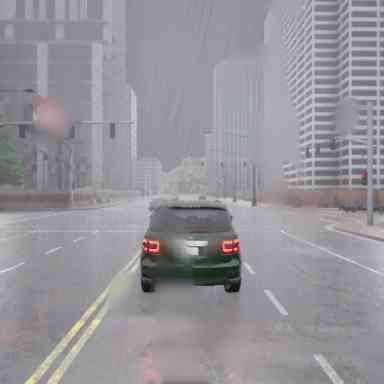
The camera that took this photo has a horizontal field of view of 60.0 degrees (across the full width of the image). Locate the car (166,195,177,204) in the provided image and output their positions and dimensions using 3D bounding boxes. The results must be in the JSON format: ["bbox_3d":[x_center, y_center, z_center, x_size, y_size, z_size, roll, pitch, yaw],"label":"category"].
[{"bbox_3d":[-4.085,1.478,66.451,1.882,1.535,5.008,0,0,0],"label":"car"}]

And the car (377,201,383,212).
[{"bbox_3d":[22.133,1.477,33.917,5.008,1.535,1.882,0,0,-1],"label":"car"}]

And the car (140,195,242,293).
[{"bbox_3d":[-0.021,1.221,9.015,2.150,2.045,5.566,0,0,0],"label":"car"}]

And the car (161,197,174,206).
[{"bbox_3d":[-4.046,1.525,54.689,1.812,1.442,4.674,0,0,0],"label":"car"}]

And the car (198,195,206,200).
[{"bbox_3d":[2.733,1.500,90.625,1.837,1.490,4.892,0,0,0],"label":"car"}]

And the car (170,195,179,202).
[{"bbox_3d":[-4.155,1.478,77.600,1.882,1.535,5.008,0,0,0],"label":"car"}]

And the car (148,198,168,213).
[{"bbox_3d":[-3.917,1.507,38.568,1.837,1.490,4.892,0,-1,0],"label":"car"}]

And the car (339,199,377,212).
[{"bbox_3d":[19.464,1.547,37.382,5.357,1.411,2.033,0,0,-1],"label":"car"}]
